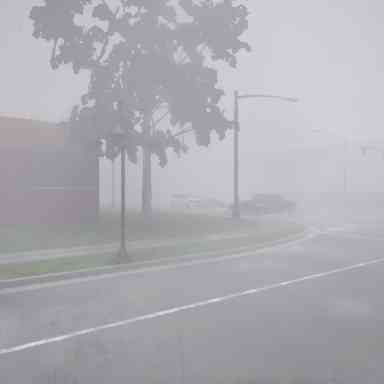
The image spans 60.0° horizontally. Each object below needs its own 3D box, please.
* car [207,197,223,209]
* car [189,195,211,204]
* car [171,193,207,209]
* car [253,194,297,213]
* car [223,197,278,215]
[{"bbox_3d":[2.963,1.563,45.888,1.994,1.385,4.181,0,0,-34],"label":"car"},{"bbox_3d":[1.608,1.478,66.962,1.882,1.535,5.008,0,0,-34],"label":"car"},{"bbox_3d":[-0.759,1.219,45.182,2.150,2.045,5.566,0,0,-33],"label":"car"},{"bbox_3d":[8.922,1.221,36.937,2.150,2.045,5.566,0,0,-34],"label":"car"},{"bbox_3d":[6.040,1.547,34.954,2.033,1.411,5.357,0,0,-34],"label":"car"}]
